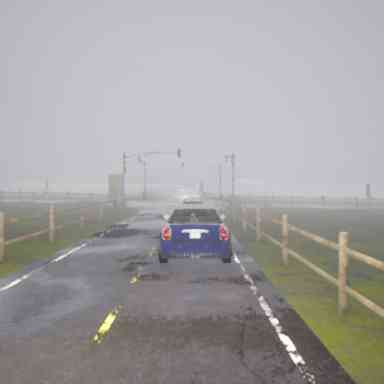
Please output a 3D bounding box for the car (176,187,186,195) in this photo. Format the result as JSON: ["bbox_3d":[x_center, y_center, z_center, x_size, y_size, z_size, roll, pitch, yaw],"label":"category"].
[{"bbox_3d":[-2.775,-0.187,85.966,2.150,2.045,5.566,0,1,0],"label":"car"}]

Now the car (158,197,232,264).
[{"bbox_3d":[0.085,1.164,11.169,2.097,1.767,4.553,0,1,0],"label":"car"}]
